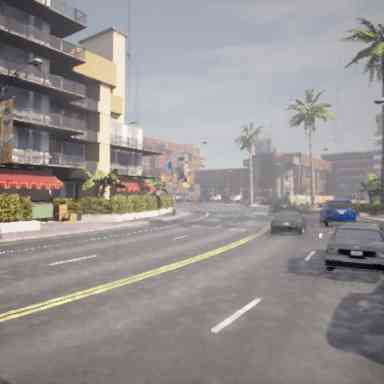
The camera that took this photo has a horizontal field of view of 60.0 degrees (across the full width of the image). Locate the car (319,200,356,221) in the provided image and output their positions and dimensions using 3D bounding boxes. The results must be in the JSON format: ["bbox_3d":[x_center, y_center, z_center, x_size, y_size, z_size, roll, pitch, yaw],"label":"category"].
[{"bbox_3d":[11.464,1.618,26.420,2.150,2.045,5.566,0,-1,16],"label":"car"}]

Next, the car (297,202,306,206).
[{"bbox_3d":[14.154,2.138,45.074,2.128,1.511,4.902,0,-1,0],"label":"car"}]

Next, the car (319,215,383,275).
[{"bbox_3d":[5.582,1.720,11.128,2.033,1.411,5.357,0,-1,28],"label":"car"}]

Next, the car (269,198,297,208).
[{"bbox_3d":[10.469,1.776,39.441,2.150,2.045,5.566,0,-1,6],"label":"car"}]

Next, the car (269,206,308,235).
[{"bbox_3d":[6.240,1.868,21.362,1.994,1.385,4.181,0,-1,21],"label":"car"}]
